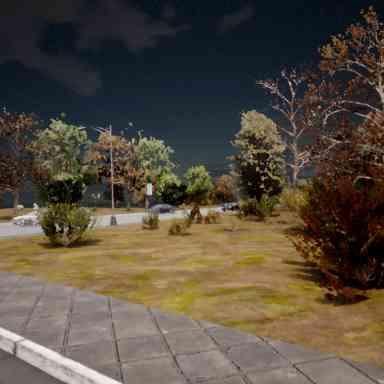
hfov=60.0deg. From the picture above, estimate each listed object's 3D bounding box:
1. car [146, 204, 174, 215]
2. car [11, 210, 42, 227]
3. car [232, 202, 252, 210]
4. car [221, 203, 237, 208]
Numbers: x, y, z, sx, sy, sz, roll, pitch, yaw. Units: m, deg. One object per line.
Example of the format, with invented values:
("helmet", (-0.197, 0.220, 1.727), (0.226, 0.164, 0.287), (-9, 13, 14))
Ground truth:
("car", (-4.509, 2.479, 47.264), (1.837, 1.490, 4.892), (-3, -2, 32))
("car", (-14.509, 2.419, 31.421), (1.812, 1.442, 4.674), (-3, -2, 33))
("car", (9.414, 2.577, 62.496), (1.895, 1.301, 4.718), (-3, -2, 33))
("car", (6.300, 2.313, 51.018), (1.895, 1.301, 4.718), (-3, -2, 32))
